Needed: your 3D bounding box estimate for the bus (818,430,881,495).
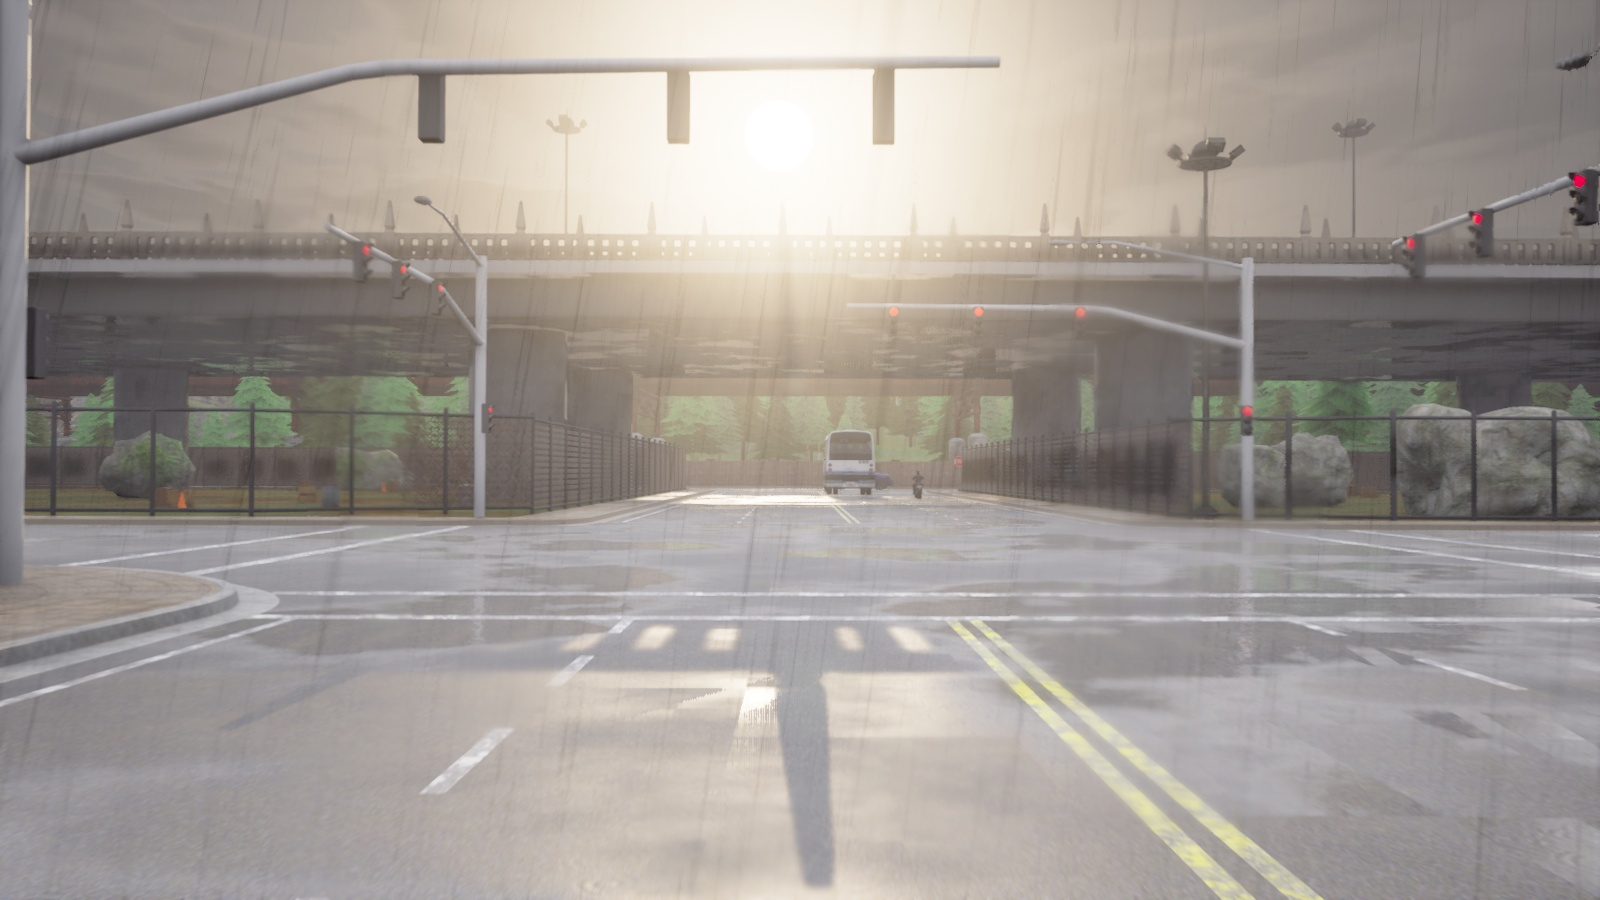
[{"bbox_3d":[3.293,0.888,87.418,3.944,4.253,10.273,0,-1,0],"label":"bus"}]
